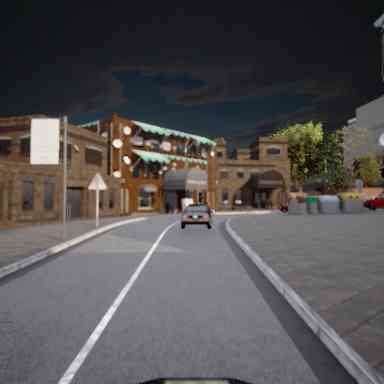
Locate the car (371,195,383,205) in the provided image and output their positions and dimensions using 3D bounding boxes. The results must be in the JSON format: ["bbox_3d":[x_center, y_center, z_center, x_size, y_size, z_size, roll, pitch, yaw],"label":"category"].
[{"bbox_3d":[29.192,1.177,49.414,2.002,1.452,4.674,-3,-1,-12],"label":"car"}]

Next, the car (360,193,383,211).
[{"bbox_3d":[21.039,1.030,35.122,2.435,2.045,5.566,-2,-1,-12],"label":"car"}]

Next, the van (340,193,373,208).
[{"bbox_3d":[23.747,1.219,48.145,1.878,1.987,4.442,-3,-1,-12],"label":"van"}]

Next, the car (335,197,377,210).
[{"bbox_3d":[21.215,1.507,43.019,4.674,1.442,1.812,-2,-1,-12],"label":"car"}]

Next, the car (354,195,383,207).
[{"bbox_3d":[26.464,1.296,48.840,2.231,1.521,4.892,-3,-1,-12],"label":"car"}]

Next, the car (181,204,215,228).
[{"bbox_3d":[0.422,1.447,21.295,2.033,1.411,5.357,0,0,5],"label":"car"}]

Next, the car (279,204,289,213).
[{"bbox_3d":[12.230,1.757,37.486,4.718,1.301,1.895,-1,-2,-24],"label":"car"}]
